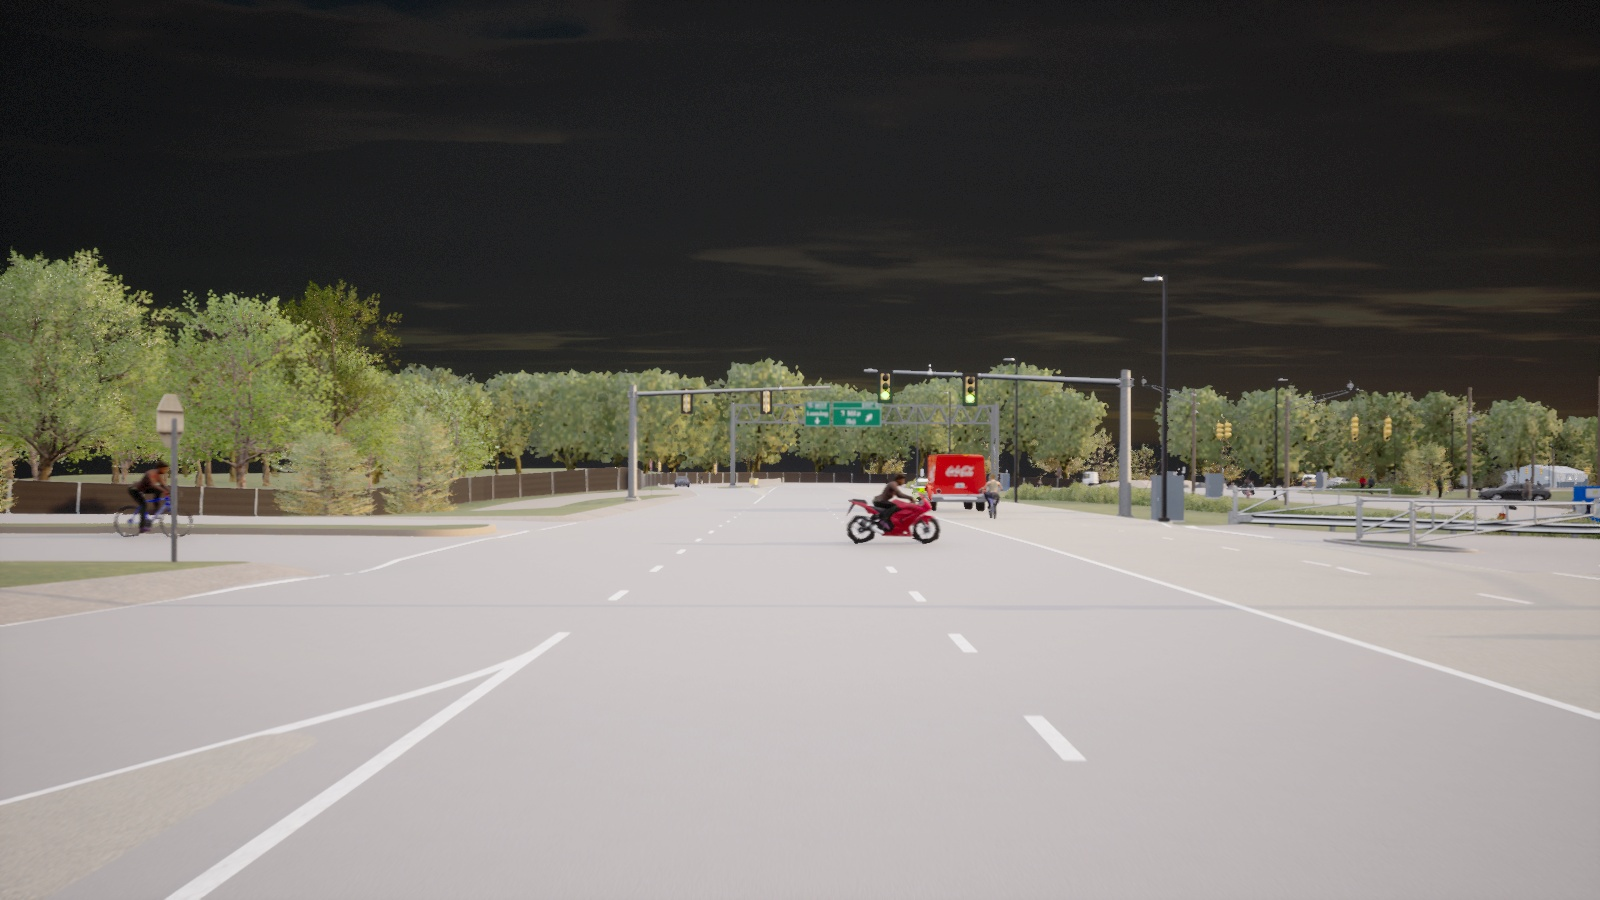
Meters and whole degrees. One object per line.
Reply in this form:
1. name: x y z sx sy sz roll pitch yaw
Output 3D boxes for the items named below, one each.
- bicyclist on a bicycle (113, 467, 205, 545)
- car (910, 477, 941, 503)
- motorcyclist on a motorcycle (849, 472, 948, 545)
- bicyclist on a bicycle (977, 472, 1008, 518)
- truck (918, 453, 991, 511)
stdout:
1. bicyclist on a bicycle: -13.639 1.186 26.737 1.656 1.620 0.582 0 -1 -1
2. car: 6.826 2.182 68.499 1.481 1.376 2.207 0 -1 0
3. motorcyclist on a motorcycle: 2.091 1.241 26.846 2.044 1.523 0.797 0 -1 0
4. bicyclist on a bicycle: 6.892 1.604 45.048 0.866 1.612 1.509 0 -1 0
5. truck: 6.855 1.410 56.428 2.627 2.467 5.204 0 -1 0
